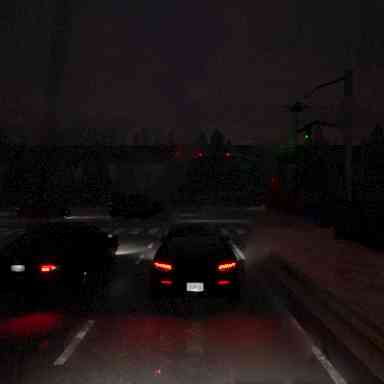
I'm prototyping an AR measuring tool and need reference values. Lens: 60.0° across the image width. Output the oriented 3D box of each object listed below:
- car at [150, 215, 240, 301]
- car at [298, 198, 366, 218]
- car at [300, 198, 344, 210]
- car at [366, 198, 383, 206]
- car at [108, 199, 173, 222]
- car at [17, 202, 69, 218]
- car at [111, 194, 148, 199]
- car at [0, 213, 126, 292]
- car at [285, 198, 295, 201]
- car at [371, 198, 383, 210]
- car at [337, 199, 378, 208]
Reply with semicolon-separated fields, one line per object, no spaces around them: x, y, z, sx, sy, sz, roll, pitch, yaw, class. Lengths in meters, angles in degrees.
0.072;1.526;8.229;1.812;1.442;4.674;0;0;0;car
12.050;1.477;29.166;5.008;1.535;1.882;0;0;0;car
16.920;1.491;43.340;4.902;1.511;2.128;0;0;0;car
19.387;1.351;32.625;4.553;1.767;2.097;0;0;0;car
-3.975;1.491;25.758;4.902;1.511;2.128;0;0;0;car
-13.061;1.564;29.308;4.181;1.385;1.994;0;0;0;car
-5.433;1.221;32.766;5.566;2.045;2.150;0;0;0;car
-3.420;1.547;9.050;2.033;1.411;5.357;0;0;0;car
14.121;1.526;46.855;4.674;1.442;1.812;0;0;2;car
26.182;1.526;43.300;4.674;1.442;1.812;0;0;0;car
23.228;1.601;46.813;4.718;1.301;1.895;0;0;0;car
